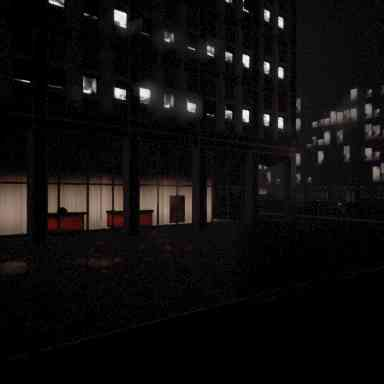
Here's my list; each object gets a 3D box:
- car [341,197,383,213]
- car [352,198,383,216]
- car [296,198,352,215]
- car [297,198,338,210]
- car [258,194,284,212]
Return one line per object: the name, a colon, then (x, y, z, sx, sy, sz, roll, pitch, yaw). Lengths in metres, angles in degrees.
car: (18.858, 1.360, 36.620, 1.967, 1.590, 4.097, 1, 0, -36)
car: (16.504, 1.399, 29.838, 1.882, 1.535, 5.008, 0, 0, -38)
car: (12.008, 1.415, 31.351, 1.752, 1.417, 4.829, 1, 0, -36)
car: (15.459, 1.438, 41.170, 2.008, 1.369, 4.403, 1, 0, -36)
car: (8.560, 1.171, 36.074, 2.192, 1.841, 5.009, 1, 0, -36)
